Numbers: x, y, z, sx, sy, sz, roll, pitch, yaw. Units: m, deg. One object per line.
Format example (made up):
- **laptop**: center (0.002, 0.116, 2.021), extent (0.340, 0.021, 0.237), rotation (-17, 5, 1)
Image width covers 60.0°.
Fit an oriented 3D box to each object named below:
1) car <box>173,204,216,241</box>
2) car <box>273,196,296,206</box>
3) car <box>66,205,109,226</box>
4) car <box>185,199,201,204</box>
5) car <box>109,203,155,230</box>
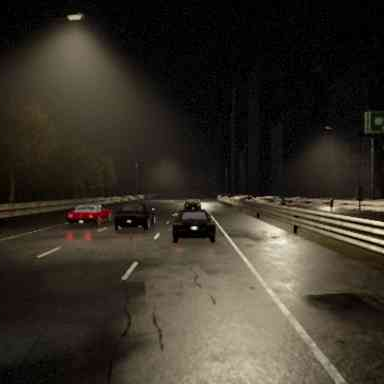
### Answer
- **car**: center (0.099, 1.523, 16.360), extent (1.994, 1.385, 4.181), rotation (0, 0, 0)
- **car**: center (15.366, 1.486, 55.779), extent (2.128, 1.511, 4.902), rotation (0, 0, -18)
- **car**: center (-6.910, 1.545, 22.934), extent (1.895, 1.301, 4.718), rotation (0, 0, 0)
- **car**: center (0.093, 1.516, 38.497), extent (1.895, 1.301, 4.718), rotation (0, 0, 0)
- **car**: center (-3.402, 1.427, 20.470), extent (1.882, 1.535, 5.008), rotation (0, 0, 0)
